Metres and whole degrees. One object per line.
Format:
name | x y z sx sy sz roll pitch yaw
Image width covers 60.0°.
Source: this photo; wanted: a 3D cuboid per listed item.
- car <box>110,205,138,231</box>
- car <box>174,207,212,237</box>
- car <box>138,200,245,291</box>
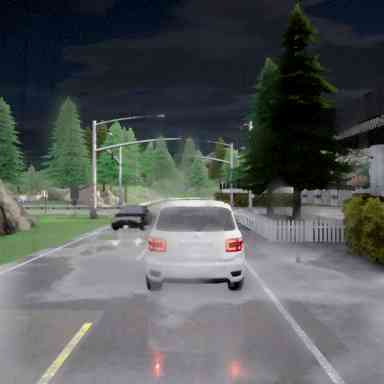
car | -3.617 1.548 20.911 2.033 1.411 5.357 0 0 0
car | 0.020 1.601 18.934 1.895 1.301 4.718 0 0 0
car | 0.065 1.221 9.170 2.150 2.045 5.566 0 0 0
